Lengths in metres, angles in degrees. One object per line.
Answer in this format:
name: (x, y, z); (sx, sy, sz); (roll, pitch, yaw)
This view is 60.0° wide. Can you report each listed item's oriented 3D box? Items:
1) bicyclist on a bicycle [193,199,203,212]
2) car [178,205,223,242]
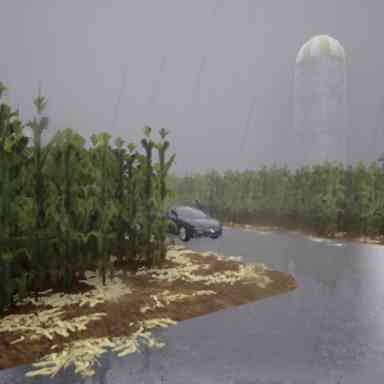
bicyclist on a bicycle: (0.435, 1.409, 26.201); (1.656, 1.620, 0.582); (1, 0, -35)
car: (-0.462, 1.423, 16.140); (1.837, 1.490, 4.892); (1, 0, -34)
